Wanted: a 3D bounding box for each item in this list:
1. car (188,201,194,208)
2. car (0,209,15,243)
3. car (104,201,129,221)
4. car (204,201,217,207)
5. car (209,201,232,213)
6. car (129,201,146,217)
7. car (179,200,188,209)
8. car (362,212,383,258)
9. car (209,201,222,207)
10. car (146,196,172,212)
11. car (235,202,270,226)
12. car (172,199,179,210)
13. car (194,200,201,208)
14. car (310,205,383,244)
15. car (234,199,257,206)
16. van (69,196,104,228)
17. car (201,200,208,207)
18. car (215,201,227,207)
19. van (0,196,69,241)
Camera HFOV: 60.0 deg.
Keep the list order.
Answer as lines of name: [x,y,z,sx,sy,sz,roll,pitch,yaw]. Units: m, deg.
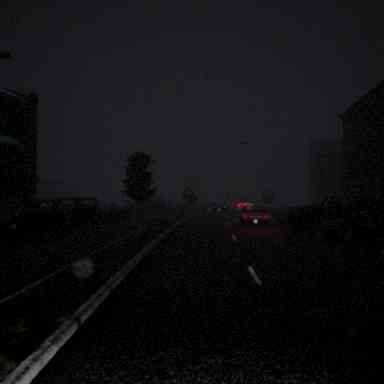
car: [-1.577,2.272,60.542,2.002,1.452,4.674,0,-2,14]
car: [-8.522,1.518,11.179,2.163,1.488,4.792,0,0,4]
car: [-7.175,1.584,27.791,2.002,1.452,4.674,0,-1,7]
car: [4.486,2.942,82.006,2.002,1.452,4.674,-1,-2,19]
car: [3.595,1.862,41.632,1.895,1.301,4.718,0,-1,9]
car: [-6.520,1.645,33.295,2.002,1.452,4.674,0,-1,8]
car: [-2.772,2.071,55.258,2.231,1.521,4.892,0,-2,13]
car: [8.001,1.490,9.592,4.892,1.521,2.231,0,0,3]
car: [6.281,3.072,87.255,2.231,1.521,4.892,-1,-2,20]
car: [-4.904,1.540,44.226,2.435,2.045,5.566,0,-1,10]
car: [4.320,1.627,23.732,1.895,1.301,4.718,0,0,5]
car: [-3.890,1.794,49.739,2.185,1.767,4.553,0,-2,11]
car: [-0.244,2.428,65.896,2.163,1.488,4.792,0,-2,15]
car: [8.262,1.509,15.175,4.792,1.488,2.163,0,0,4]
car: [6.579,1.602,41.175,2.097,1.767,4.553,0,-1,9]
van: [-7.761,1.280,22.152,1.878,1.987,4.442,0,0,6]
car: [1.245,2.446,71.430,2.185,1.767,4.553,0,-2,16]
car: [8.163,3.257,92.440,2.231,1.521,4.892,-1,-2,20]
van: [-8.193,1.264,16.630,1.878,1.987,4.442,0,0,5]
